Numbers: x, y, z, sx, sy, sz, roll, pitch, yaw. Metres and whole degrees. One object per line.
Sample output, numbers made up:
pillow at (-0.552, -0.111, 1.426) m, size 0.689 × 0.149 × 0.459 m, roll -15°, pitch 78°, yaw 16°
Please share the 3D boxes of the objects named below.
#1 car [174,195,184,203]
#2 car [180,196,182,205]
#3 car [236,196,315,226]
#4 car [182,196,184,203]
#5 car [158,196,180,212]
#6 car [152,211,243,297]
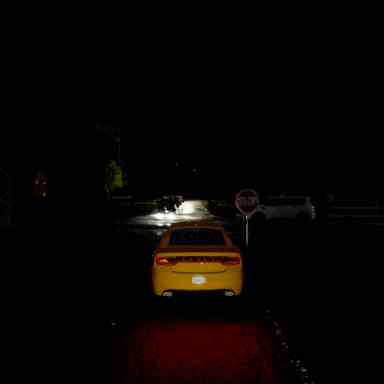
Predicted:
car at (-2.661, 1.471, 68.268) m, size 1.882 × 1.535 × 5.008 m, roll 0°, pitch 0°, yaw 0°
car at (-2.761, 1.524, 47.821) m, size 1.812 × 1.442 × 4.674 m, roll 0°, pitch 0°, yaw 0°
car at (5.964, 1.304, 23.784) m, size 5.566 × 2.045 × 2.150 m, roll 1°, pitch -1°, yaw -11°
car at (-2.723, 1.522, 57.101) m, size 1.812 × 1.442 × 4.674 m, roll 0°, pitch 0°, yaw 1°
car at (-2.809, 1.491, 38.142) m, size 2.128 × 1.511 × 4.902 m, roll 0°, pitch 0°, yaw 1°
car at (0.078, 1.479, 8.625) m, size 1.882 × 1.535 × 5.008 m, roll 0°, pitch 0°, yaw -1°
